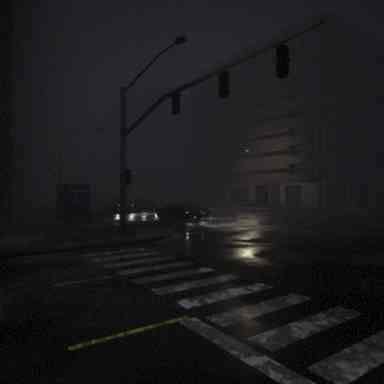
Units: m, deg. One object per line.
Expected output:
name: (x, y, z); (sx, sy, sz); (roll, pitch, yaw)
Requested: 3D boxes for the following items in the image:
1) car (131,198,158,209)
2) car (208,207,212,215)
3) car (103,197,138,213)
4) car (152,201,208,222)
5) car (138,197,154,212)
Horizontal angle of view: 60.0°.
car: (-6.810, 1.573, 47.564); (1.812, 1.442, 4.674); (0, 0, -36)
car: (-0.176, 1.649, 32.304); (1.895, 1.301, 4.718); (0, 0, -36)
car: (-8.290, 1.402, 37.453); (2.097, 1.767, 4.553); (0, 0, -36)
car: (-1.061, 1.650, 27.600); (1.895, 1.301, 4.718); (0, 0, -36)
car: (-5.970, 1.402, 40.208); (2.097, 1.767, 4.553); (0, 0, -36)
